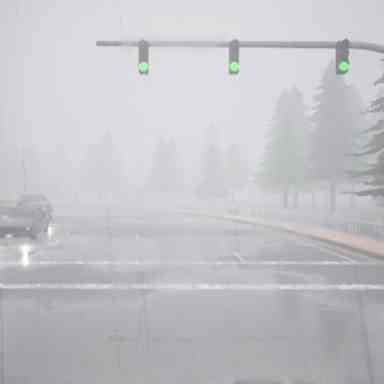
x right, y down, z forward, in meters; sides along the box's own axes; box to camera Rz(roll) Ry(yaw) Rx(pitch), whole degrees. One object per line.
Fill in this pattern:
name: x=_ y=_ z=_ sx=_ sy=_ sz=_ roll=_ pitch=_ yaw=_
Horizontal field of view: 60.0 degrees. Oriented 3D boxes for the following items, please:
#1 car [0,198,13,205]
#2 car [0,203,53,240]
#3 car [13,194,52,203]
car: x=-19.077 y=1.404 z=33.950 sx=5.008 sy=1.535 sz=1.882 roll=0 pitch=0 yaw=41
car: x=-8.440 y=1.489 z=16.721 sx=2.033 sy=1.411 sz=5.357 roll=0 pitch=0 yaw=-15
car: x=-12.441 y=1.154 z=26.091 sx=2.150 sy=2.045 sz=5.566 roll=0 pitch=0 yaw=-32
